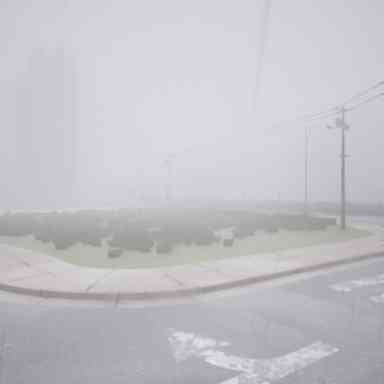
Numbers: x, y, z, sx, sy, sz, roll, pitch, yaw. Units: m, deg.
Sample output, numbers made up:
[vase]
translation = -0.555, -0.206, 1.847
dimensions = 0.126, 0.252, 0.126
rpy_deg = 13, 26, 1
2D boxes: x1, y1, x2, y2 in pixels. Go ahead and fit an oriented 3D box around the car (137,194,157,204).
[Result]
[car]
translation = -9.223, 1.397, 68.427
dimensions = 2.150, 2.045, 5.566
rpy_deg = 0, 0, -35
